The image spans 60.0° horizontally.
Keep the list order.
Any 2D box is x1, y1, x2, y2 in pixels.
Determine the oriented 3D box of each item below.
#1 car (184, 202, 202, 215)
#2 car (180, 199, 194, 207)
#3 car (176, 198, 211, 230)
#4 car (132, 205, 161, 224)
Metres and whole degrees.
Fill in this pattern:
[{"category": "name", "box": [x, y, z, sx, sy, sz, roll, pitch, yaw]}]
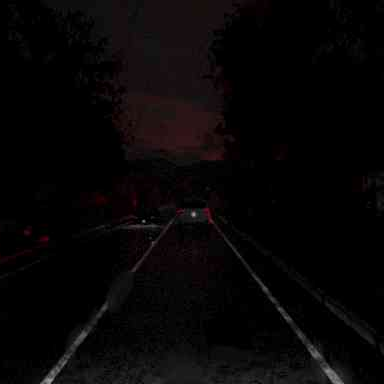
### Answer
[{"category": "car", "box": [0.138, 1.963, 41.662, 2.033, 1.411, 5.357, 0, -1, 1]}, {"category": "car", "box": [-0.986, 2.212, 68.429, 2.128, 1.511, 4.902, -1, -1, 10]}, {"category": "car", "box": [0.102, 1.452, 22.942, 2.150, 2.045, 5.566, 0, 0, 0]}, {"category": "car", "box": [-3.598, 1.823, 27.498, 2.033, 1.411, 5.357, 0, -1, 0]}]
